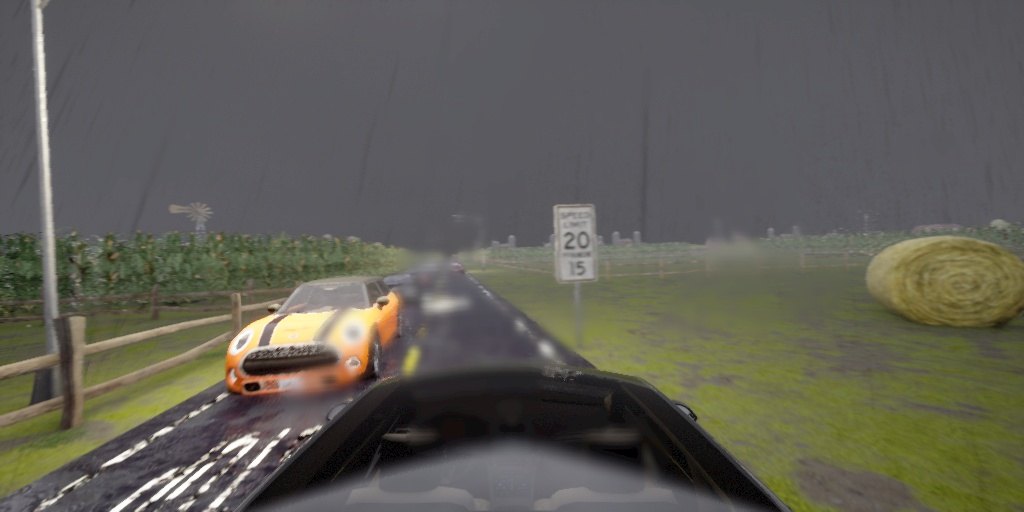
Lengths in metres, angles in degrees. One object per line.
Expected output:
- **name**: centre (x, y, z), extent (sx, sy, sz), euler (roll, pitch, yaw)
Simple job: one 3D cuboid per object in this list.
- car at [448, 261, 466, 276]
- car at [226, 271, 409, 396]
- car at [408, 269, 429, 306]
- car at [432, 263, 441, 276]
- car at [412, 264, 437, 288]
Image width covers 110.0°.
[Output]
- **car**: centre (-6.216, 1.459, 40.546), extent (1.812, 1.442, 4.674), euler (-3, 0, -10)
- **car**: centre (-3.565, 1.249, 7.341), extent (2.097, 1.767, 4.553), euler (-3, 0, -10)
- **car**: centre (-5.100, 1.510, 16.427), extent (1.994, 1.385, 4.181), euler (-3, 0, -9)
- **car**: centre (-9.278, 1.598, 41.517), extent (1.812, 1.442, 4.674), euler (-3, 0, -10)
- **car**: centre (-6.715, 1.560, 25.931), extent (1.994, 1.385, 4.181), euler (-3, 0, -10)
